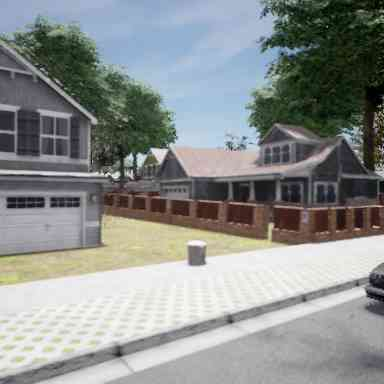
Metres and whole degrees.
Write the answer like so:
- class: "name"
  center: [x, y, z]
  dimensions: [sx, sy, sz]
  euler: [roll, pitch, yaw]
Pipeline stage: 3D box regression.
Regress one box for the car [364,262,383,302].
- class: "car"
  center: [5.944, 1.562, 7.158]
  dimensions: [5.357, 1.411, 2.033]
  euler: [0, 0, -34]
